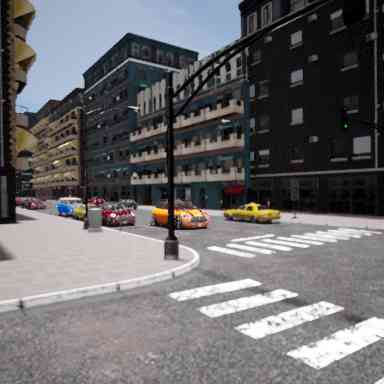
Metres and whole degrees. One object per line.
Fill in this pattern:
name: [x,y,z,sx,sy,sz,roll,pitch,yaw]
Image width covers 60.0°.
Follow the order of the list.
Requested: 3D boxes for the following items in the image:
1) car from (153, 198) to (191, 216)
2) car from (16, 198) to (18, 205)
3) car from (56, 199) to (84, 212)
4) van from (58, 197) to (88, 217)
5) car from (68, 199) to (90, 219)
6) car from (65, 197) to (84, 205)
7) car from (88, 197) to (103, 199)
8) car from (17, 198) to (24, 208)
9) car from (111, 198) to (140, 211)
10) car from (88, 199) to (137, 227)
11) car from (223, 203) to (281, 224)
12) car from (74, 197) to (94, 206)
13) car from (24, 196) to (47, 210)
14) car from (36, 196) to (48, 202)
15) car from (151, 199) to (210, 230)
car: [-2.076,1.424,33.434,1.967,1.590,4.097,-1,1,-36]
car: [-31.424,1.774,60.074,1.887,1.381,4.507,-1,1,-36]
car: [-15.683,1.665,42.566,2.033,1.411,5.357,-1,0,-35]
van: [-12.113,1.474,33.062,1.690,1.788,3.998,-1,1,-36]
car: [-8.792,1.643,28.423,1.752,1.417,4.829,-1,1,-36]
car: [-21.389,1.629,60.446,2.008,1.369,4.403,-1,1,-36]
car: [-14.953,1.485,51.441,1.967,1.590,4.097,-1,1,-36]
car: [-24.986,1.761,51.071,1.947,1.339,4.313,-1,1,-36]
car: [-8.513,1.565,42.439,2.008,1.369,4.403,-1,1,-36]
car: [-5.674,1.544,24.060,1.967,1.590,4.097,-1,1,-36]
car: [4.264,1.481,24.570,1.752,1.417,4.829,-1,1,-36]
car: [-18.170,1.627,55.944,1.947,1.339,4.313,-1,1,-36]
car: [-21.769,1.619,46.568,1.967,1.590,4.097,-1,1,-36]
car: [-37.484,1.711,82.955,1.887,1.381,4.507,-1,1,-36]
car: [-0.831,1.402,21.739,2.097,1.767,4.553,-1,0,-36]
